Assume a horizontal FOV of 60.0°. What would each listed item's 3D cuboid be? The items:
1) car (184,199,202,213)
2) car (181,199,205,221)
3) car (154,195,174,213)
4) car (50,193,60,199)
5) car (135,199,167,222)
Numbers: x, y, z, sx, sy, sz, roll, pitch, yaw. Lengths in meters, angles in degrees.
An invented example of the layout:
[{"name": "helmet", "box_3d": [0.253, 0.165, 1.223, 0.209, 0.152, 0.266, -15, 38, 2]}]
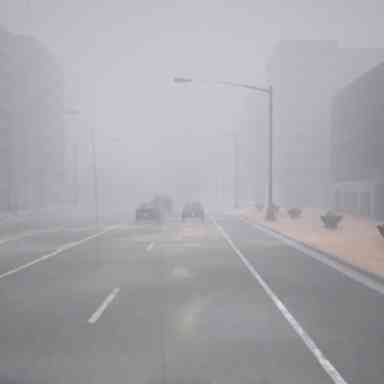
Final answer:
[{"name": "car", "box_3d": [0.108, 1.633, 40.601, 2.128, 1.511, 4.902, 0, 0, 0]}, {"name": "car", "box_3d": [0.104, 1.590, 28.145, 2.128, 1.511, 4.902, 0, 0, 0]}, {"name": "car", "box_3d": [-3.403, 1.362, 38.937, 2.150, 2.045, 5.566, 0, 0, 0]}, {"name": "car", "box_3d": [-29.414, 0.829, 70.340, 1.970, 1.475, 3.806, 0, 2, 0]}, {"name": "car", "box_3d": [-3.402, 1.573, 27.057, 1.882, 1.535, 5.008, 0, 0, 0]}]
